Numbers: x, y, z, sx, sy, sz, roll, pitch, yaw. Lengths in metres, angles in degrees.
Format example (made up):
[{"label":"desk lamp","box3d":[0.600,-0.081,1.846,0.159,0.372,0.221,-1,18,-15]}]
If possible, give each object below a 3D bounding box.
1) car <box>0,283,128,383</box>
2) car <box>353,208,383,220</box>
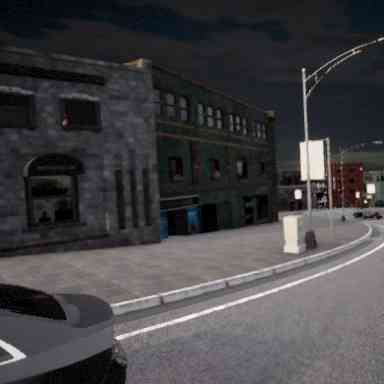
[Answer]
[{"label":"car","box3d":[-2.856,1.526,2.187,4.892,1.490,1.837,0,0,-36]},{"label":"car","box3d":[20.830,2.592,39.633,2.033,1.411,5.357,-3,-3,10]}]
